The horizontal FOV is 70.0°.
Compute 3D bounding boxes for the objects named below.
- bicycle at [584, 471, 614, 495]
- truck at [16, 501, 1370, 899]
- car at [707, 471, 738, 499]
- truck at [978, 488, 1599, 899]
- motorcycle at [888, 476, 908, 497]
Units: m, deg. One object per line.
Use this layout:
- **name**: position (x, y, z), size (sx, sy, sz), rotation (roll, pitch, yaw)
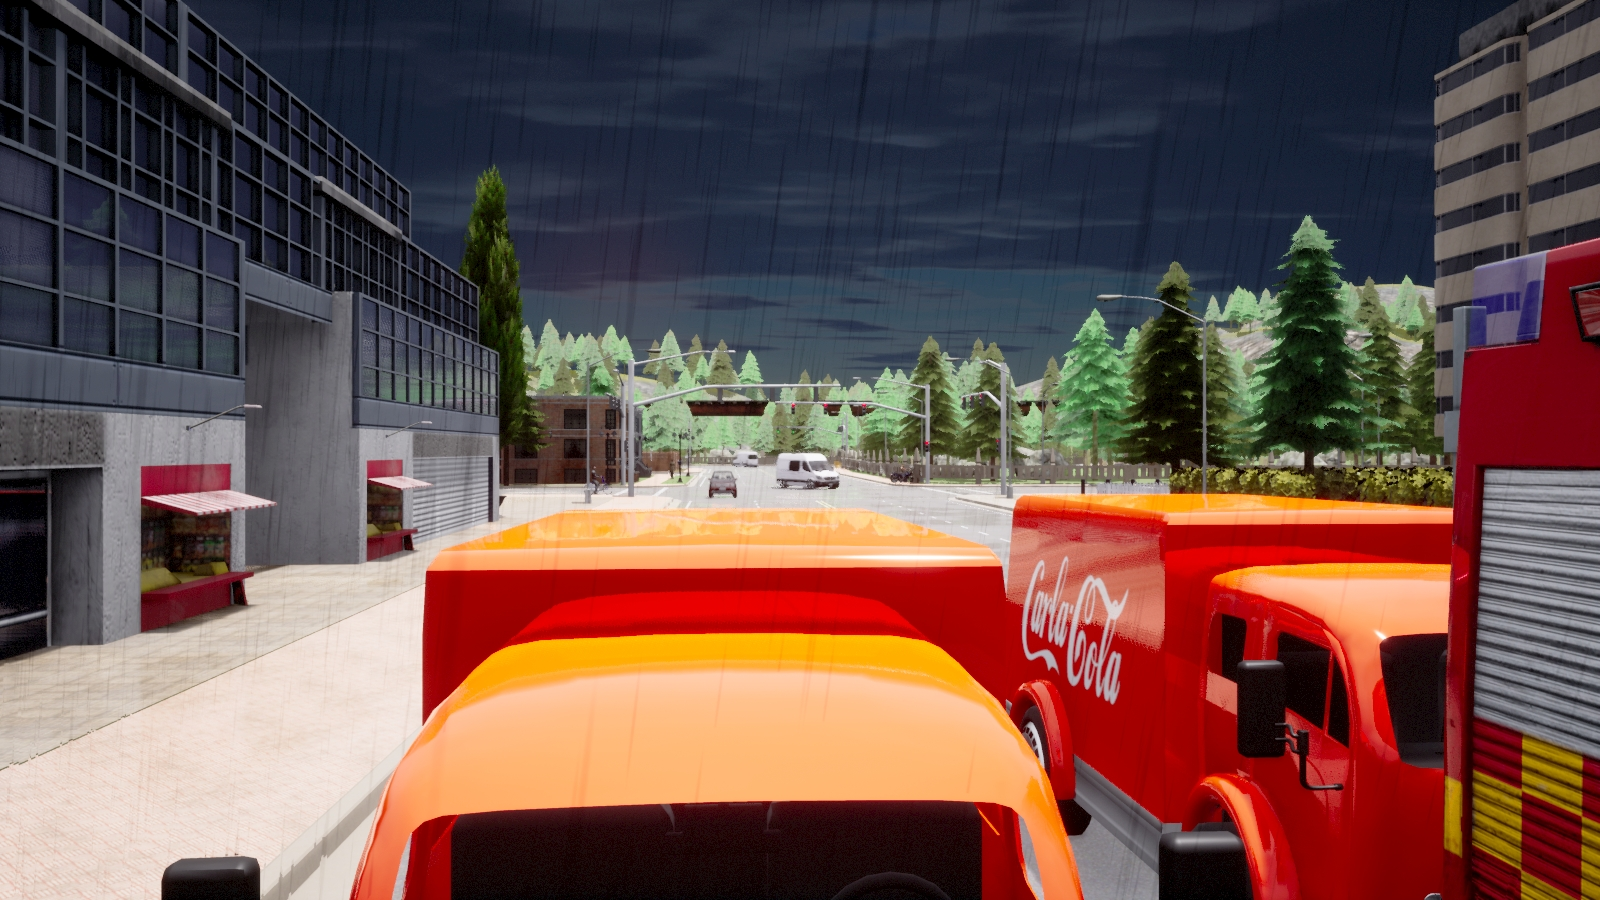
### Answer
- **bicycle**: position (-12.531, 2.060, 71.198), size (1.835, 1.471, 0.329), rotation (0, 0, -11)
- **truck**: position (-0.347, 1.568, 4.821), size (2.627, 2.467, 5.204), rotation (0, 0, -4)
- **car**: position (-4.529, 2.026, 67.032), size (1.789, 1.549, 3.705), rotation (0, 0, -4)
- **truck**: position (3.003, 1.568, 7.234), size (2.627, 2.467, 5.204), rotation (0, 0, -4)
- **motorcycle**: position (5.944, 2.205, 69.519), size (0.867, 1.251, 2.209), rotation (0, 0, -4)
